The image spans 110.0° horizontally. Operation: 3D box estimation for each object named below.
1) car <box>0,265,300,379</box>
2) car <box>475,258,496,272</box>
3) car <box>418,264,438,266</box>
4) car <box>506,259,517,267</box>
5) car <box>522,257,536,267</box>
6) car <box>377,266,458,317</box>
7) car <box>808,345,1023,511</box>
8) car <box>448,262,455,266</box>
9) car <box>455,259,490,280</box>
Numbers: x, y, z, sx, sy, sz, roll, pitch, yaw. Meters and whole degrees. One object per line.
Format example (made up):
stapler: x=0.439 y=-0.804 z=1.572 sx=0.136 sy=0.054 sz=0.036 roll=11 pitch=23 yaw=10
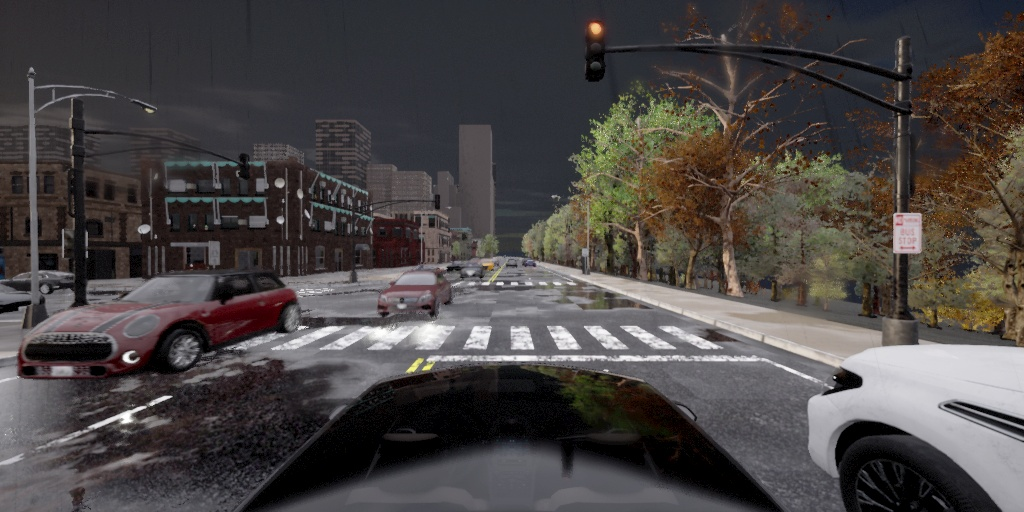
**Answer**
car: x=-6.612 y=1.103 z=7.512 sx=2.097 sy=1.767 sz=4.553 roll=0 pitch=0 yaw=0
car: x=-3.444 y=1.222 z=47.327 sx=1.882 sy=1.535 sz=5.008 roll=0 pitch=0 yaw=0
car: x=-6.883 y=1.349 z=28.838 sx=1.895 sy=1.301 sz=4.718 roll=0 pitch=0 yaw=4
car: x=-0.039 y=1.304 z=64.077 sx=1.994 sy=1.385 sz=4.181 roll=0 pitch=0 yaw=0
car: x=3.219 y=1.266 z=64.046 sx=1.812 sy=1.442 sz=4.674 roll=0 pitch=0 yaw=0
car: x=-3.374 y=1.276 z=13.288 sx=1.812 sy=1.442 sz=4.674 roll=0 pitch=0 yaw=0
car: x=3.356 y=0.971 z=0.343 sx=2.150 sy=2.045 sz=5.566 roll=0 pitch=0 yaw=0
car: x=-6.687 y=1.346 z=43.697 sx=1.895 sy=1.301 sz=4.718 roll=0 pitch=0 yaw=0
car: x=-3.414 y=1.240 z=31.829 sx=2.128 sy=1.511 sz=4.902 roll=0 pitch=0 yaw=0
